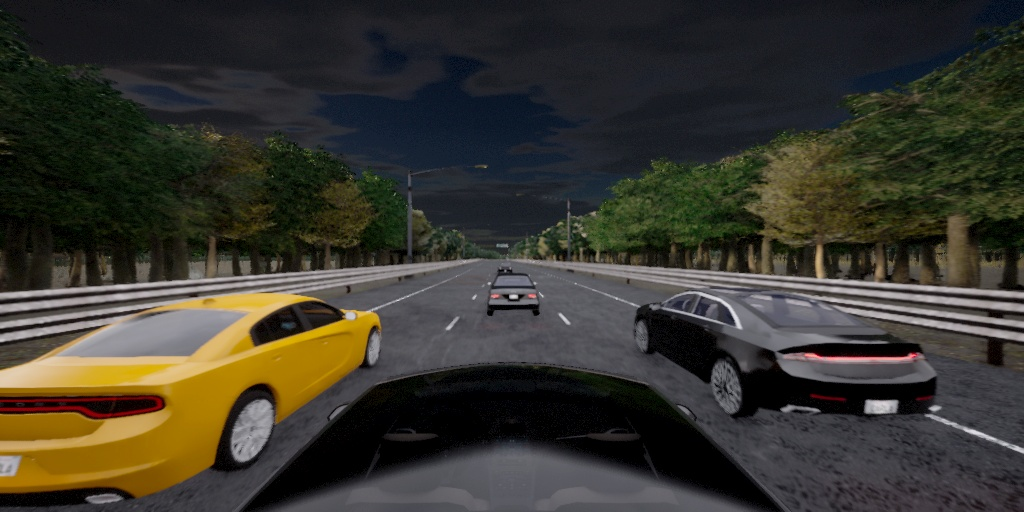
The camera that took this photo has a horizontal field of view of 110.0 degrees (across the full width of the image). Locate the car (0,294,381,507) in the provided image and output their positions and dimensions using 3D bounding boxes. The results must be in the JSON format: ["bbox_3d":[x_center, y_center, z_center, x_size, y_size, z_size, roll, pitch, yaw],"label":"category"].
[{"bbox_3d":[-3.414,1.246,4.857,1.882,1.535,5.008,0,0,0],"label":"car"}]

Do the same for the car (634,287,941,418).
[{"bbox_3d":[3.582,1.260,5.914,2.128,1.511,4.902,0,0,0],"label":"car"}]

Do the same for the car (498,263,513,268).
[{"bbox_3d":[-0.930,1.580,46.503,1.895,1.301,4.718,0,0,-3],"label":"car"}]

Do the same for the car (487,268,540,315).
[{"bbox_3d":[0.018,1.358,13.940,2.033,1.411,5.357,0,0,-1],"label":"car"}]
